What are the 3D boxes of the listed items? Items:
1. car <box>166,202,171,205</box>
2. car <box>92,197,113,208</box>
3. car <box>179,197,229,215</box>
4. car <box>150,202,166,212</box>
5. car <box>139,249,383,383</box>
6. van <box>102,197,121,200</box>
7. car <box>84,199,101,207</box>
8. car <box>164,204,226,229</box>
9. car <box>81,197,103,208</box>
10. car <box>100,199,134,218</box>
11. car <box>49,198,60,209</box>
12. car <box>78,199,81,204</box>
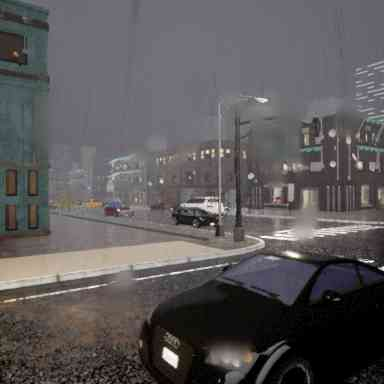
[{"bbox_3d":[-0.979,1.903,40.355,1.802,1.307,4.206,-2,0,-35],"label":"car"},{"bbox_3d":[-16.976,1.939,62.942,2.192,1.841,5.009,-1,0,-35],"label":"car"},{"bbox_3d":[0.833,1.492,33.249,2.150,2.045,5.566,-1,0,-34],"label":"car"},{"bbox_3d":[-4.176,1.965,44.872,1.802,1.307,4.206,-2,0,-35],"label":"car"},{"bbox_3d":[1.395,1.563,4.670,4.181,1.385,1.994,0,0,-35],"label":"car"},{"bbox_3d":[-13.777,1.906,58.425,1.690,1.788,3.998,-1,0,-35],"label":"van"},{"bbox_3d":[-20.169,2.227,67.460,1.887,1.381,4.507,-1,0,-35],"label":"car"},{"bbox_3d":[0.102,1.814,24.115,1.947,1.339,4.313,-1,0,-35],"label":"car"},{"bbox_3d":[-17.666,2.102,59.456,1.882,1.535,5.008,-1,0,-35],"label":"car"},{"bbox_3d":[-7.820,1.846,35.510,1.967,1.590,4.097,-1,0,-35],"label":"car"},{"bbox_3d":[-23.711,2.232,57.960,1.752,1.417,4.829,-1,0,-35],"label":"car"},{"bbox_3d":[-26.566,2.363,76.495,1.947,1.339,4.313,-1,0,-35],"label":"car"}]
